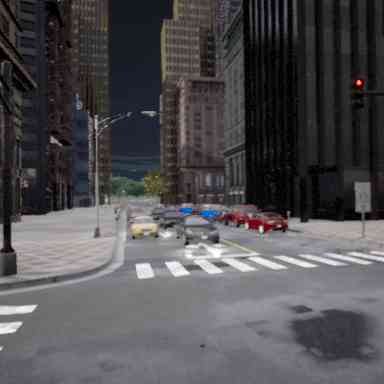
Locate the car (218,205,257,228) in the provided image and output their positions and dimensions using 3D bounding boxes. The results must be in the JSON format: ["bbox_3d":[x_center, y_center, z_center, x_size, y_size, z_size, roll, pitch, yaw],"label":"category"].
[{"bbox_3d":[4.216,2.034,28.639,2.192,1.841,5.009,-1,-1,-11],"label":"car"}]

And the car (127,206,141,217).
[{"bbox_3d":[-8.844,2.945,50.752,1.967,1.590,4.097,-1,-1,-11],"label":"car"}]

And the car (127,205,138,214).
[{"bbox_3d":[-11.717,3.366,65.303,1.967,1.590,4.097,-1,-1,-11],"label":"car"}]

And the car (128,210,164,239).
[{"bbox_3d":[-3.133,2.186,21.834,1.752,1.417,4.829,-1,-1,-11],"label":"car"}]

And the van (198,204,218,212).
[{"bbox_3d":[2.258,2.352,38.619,1.690,1.788,3.998,-1,-1,-11],"label":"van"}]

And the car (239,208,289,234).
[{"bbox_3d":[5.202,2.117,23.643,1.887,1.381,4.507,-1,-1,-11],"label":"car"}]

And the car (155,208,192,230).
[{"bbox_3d":[-1.694,2.354,28.340,2.033,1.411,5.357,-1,-2,-11],"label":"car"}]

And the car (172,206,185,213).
[{"bbox_3d":[-2.580,3.302,63.053,1.802,1.307,4.206,-1,-1,-11],"label":"car"}]

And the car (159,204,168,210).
[{"bbox_3d":[-7.617,3.999,88.565,2.008,1.369,4.403,-1,-1,-11],"label":"car"}]

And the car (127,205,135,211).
[{"bbox_3d":[-14.838,3.923,81.123,1.887,1.381,4.507,-1,-1,-11],"label":"car"}]

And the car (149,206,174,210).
[{"bbox_3d":[-3.743,2.659,38.769,2.033,1.411,5.357,-1,-2,-11],"label":"car"}]

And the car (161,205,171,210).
[{"bbox_3d":[-6.610,3.870,83.463,1.947,1.339,4.313,-1,-1,-11],"label":"car"}]

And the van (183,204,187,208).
[{"bbox_3d":[-0.680,2.787,53.590,1.690,1.788,3.998,-1,-1,-11],"label":"van"}]

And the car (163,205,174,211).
[{"bbox_3d":[-5.602,3.726,78.360,1.947,1.339,4.313,-1,-1,-11],"label":"car"}]

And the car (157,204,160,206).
[{"bbox_3d":[-5.222,3.232,62.703,1.882,1.535,5.008,-1,-2,-11],"label":"car"}]

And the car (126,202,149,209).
[{"bbox_3d":[-6.956,2.541,41.172,2.192,1.841,5.009,-1,-1,-11],"label":"car"}]

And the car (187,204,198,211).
[{"bbox_3d":[1.278,2.471,43.610,2.192,1.841,5.009,-1,-1,-11],"label":"car"}]

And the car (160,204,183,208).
[{"bbox_3d":[-3.319,2.827,53.070,2.097,1.767,4.553,-1,-2,-12],"label":"car"}]

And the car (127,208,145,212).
[{"bbox_3d":[-5.057,2.497,31.583,2.008,1.369,4.403,-1,-1,-11],"label":"car"}]

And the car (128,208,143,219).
[{"bbox_3d":[-7.895,2.910,45.959,1.887,1.381,4.507,-1,-1,-11],"label":"car"}]

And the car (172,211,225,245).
[{"bbox_3d":[0.210,2.052,18.774,1.812,1.442,4.674,-1,-2,-10],"label":"car"}]

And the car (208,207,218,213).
[{"bbox_3d":[3.245,2.447,33.623,1.802,1.307,4.206,-1,-1,-11],"label":"car"}]

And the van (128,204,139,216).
[{"bbox_3d":[-9.793,2.985,55.547,1.690,1.788,3.998,-1,-1,-11],"label":"van"}]
